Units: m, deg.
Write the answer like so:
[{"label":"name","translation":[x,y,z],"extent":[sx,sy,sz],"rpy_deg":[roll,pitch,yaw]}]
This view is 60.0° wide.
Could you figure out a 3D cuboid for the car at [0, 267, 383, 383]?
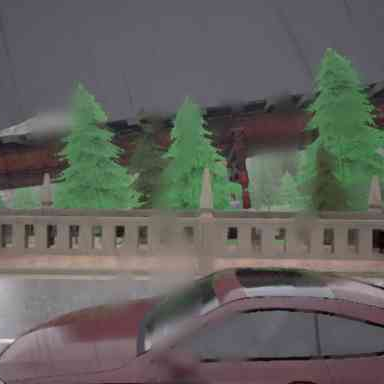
[{"label":"car","translation":[0.539,1.514,3.174],"extent":[4.674,1.442,1.812],"rpy_deg":[0,0,3]}]
